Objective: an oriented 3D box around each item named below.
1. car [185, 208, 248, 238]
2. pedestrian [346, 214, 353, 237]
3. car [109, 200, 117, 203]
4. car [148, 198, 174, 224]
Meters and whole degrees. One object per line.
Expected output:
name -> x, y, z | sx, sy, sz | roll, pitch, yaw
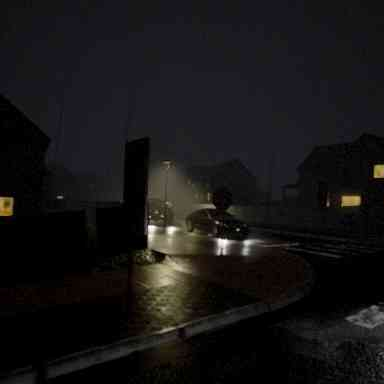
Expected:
car -> 1.214, 1.645, 18.641 | 1.812, 1.442, 4.674 | 3, -2, -28
pedestrian -> 8.380, 1.430, 17.738 | 0.375, 1.860, 0.375 | 2, -1, -31
car -> -10.784, 1.942, 46.117 | 2.097, 1.767, 4.553 | 2, -2, -18
car -> -3.351, 1.506, 27.527 | 2.150, 2.045, 5.566 | 3, -2, -25
